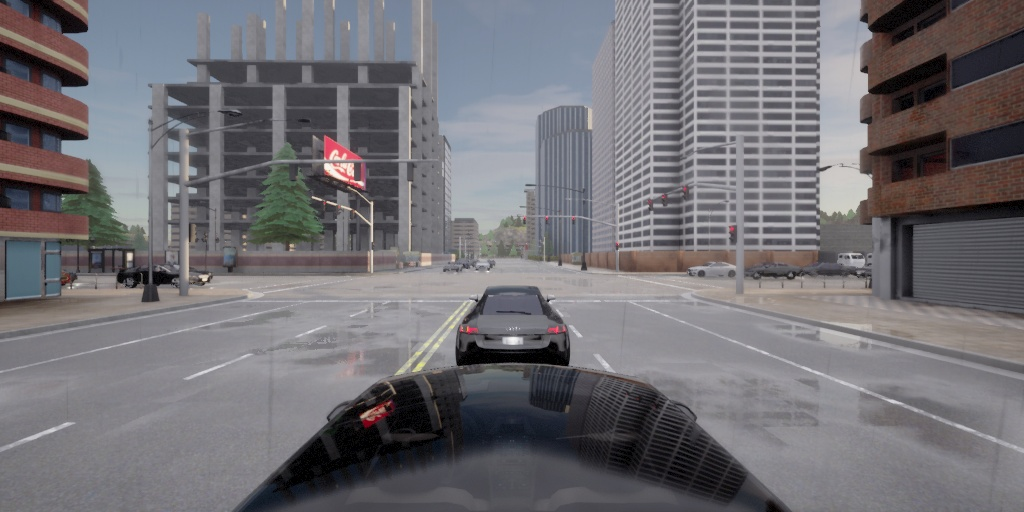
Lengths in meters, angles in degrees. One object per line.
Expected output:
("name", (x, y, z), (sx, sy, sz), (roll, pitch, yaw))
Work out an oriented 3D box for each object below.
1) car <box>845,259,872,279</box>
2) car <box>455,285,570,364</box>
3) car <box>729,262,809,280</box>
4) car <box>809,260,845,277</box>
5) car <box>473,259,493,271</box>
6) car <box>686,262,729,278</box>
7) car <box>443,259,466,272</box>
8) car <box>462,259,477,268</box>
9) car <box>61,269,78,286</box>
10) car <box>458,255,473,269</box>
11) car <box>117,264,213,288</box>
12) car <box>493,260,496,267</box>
("car", (32.227, 1.241, 30.776), (4.902, 1.511, 2.128), (0, 0, -1))
("car", (0.011, 1.314, 7.691), (1.994, 1.385, 4.181), (0, 0, 0))
("car", (21.853, 1.241, 30.638), (4.902, 1.511, 2.128), (0, 0, -1))
("car", (29.673, 1.297, 34.247), (5.357, 1.411, 2.033), (0, 0, -1))
("car", (-4.034, 1.275, 49.973), (1.812, 1.442, 4.674), (0, 0, -1))
("car", (19.089, 1.275, 34.078), (4.674, 1.442, 1.812), (0, 0, -1))
("car", (-7.523, 1.350, 45.821), (1.895, 1.301, 4.718), (0, 0, 0))
("car", (-7.644, 1.241, 64.460), (2.128, 1.511, 4.902), (0, 0, 0))
("car", (-31.113, 1.102, 22.657), (4.553, 1.767, 2.097), (0, 0, -1))
("car", (-7.588, 1.101, 54.927), (2.097, 1.767, 4.553), (0, 0, 0))
("car", (-22.011, 1.241, 22.787), (4.902, 1.511, 2.128), (0, 0, -1))
("car", (-4.113, 1.350, 59.010), (1.895, 1.301, 4.718), (0, 0, -1))
